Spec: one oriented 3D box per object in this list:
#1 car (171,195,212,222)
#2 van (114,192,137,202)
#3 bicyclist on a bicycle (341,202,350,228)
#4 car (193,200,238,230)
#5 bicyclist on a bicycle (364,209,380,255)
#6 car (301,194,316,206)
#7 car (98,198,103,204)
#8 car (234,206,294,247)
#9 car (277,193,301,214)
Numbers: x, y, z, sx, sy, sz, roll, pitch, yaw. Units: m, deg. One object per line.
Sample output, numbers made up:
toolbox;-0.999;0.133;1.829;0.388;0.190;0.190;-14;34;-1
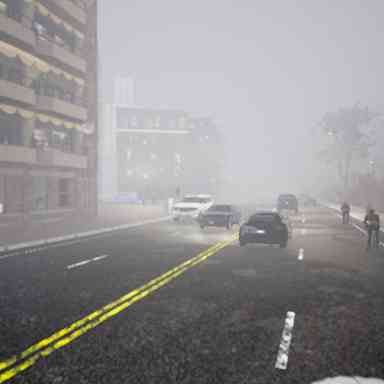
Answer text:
car;0.243;1.236;26.552;2.150;2.045;5.566;0;0;19
van;-11.669;0.929;59.129;3.998;1.788;1.690;1;-1;-12
bicyclist on a bicycle;9.692;1.455;20.981;0.582;1.620;1.656;0;0;19
car;1.922;1.487;21.400;1.882;1.535;5.008;0;0;19
bicyclist on a bicycle;6.723;1.454;12.390;0.582;1.620;1.656;0;0;19
car;19.242;1.501;54.433;1.837;1.490;4.892;0;0;16
car;-15.476;1.148;49.711;4.206;1.307;1.802;1;-1;-12
car;3.435;1.569;15.246;1.994;1.385;4.181;0;0;19
car;10.489;1.226;36.462;2.150;2.045;5.566;0;0;17
